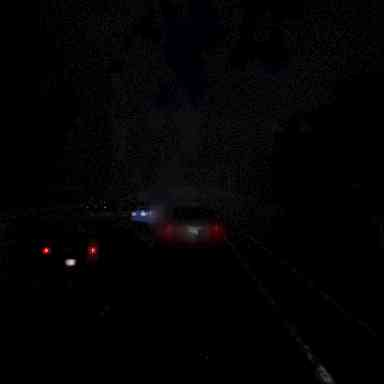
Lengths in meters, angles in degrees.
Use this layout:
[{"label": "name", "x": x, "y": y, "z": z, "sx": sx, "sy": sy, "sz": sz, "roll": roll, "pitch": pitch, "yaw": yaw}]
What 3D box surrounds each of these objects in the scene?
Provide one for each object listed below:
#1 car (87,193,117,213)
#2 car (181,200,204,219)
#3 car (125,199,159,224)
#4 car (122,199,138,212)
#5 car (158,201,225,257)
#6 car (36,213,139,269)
[{"label": "car", "x": -9.860, "y": 1.141, "z": 36.897, "sx": 2.150, "sy": 2.045, "sz": 5.566, "roll": 0, "pitch": 0, "yaw": 0}, {"label": "car", "x": 0.066, "y": 1.474, "z": 29.178, "sx": 1.812, "sy": 1.442, "sz": 4.674, "roll": 0, "pitch": 0, "yaw": 0}, {"label": "car", "x": -3.212, "y": 1.509, "z": 24.547, "sx": 2.033, "sy": 1.411, "sz": 5.357, "roll": 0, "pitch": 0, "yaw": 1}, {"label": "car", "x": -6.611, "y": 1.479, "z": 37.605, "sx": 1.994, "sy": 1.385, "sz": 4.181, "roll": 0, "pitch": 0, "yaw": 0}, {"label": "car", "x": 0.064, "y": 1.328, "z": 12.947, "sx": 2.097, "sy": 1.767, "sz": 4.553, "roll": 0, "pitch": 0, "yaw": 0}, {"label": "car", "x": -3.194, "y": 1.579, "z": 11.051, "sx": 1.895, "sy": 1.301, "sz": 4.718, "roll": 0, "pitch": 0, "yaw": 1}]
